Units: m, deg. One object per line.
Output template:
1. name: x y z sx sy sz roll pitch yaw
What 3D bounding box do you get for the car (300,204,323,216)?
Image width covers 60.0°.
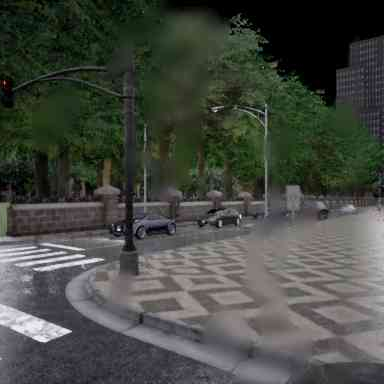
1. car: 17.081 2.518 47.354 1.882 1.535 5.008 0 -2 35

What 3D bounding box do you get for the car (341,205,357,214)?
1. car: 25.247 2.770 53.500 1.812 1.442 4.674 0 -1 35

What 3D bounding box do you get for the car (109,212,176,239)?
1. car: -2.781 1.887 19.520 1.994 1.385 4.181 0 -1 35

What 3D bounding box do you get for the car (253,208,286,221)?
1. car: 8.135 2.314 34.896 1.895 1.301 4.718 0 -1 36

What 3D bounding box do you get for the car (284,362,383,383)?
1. car: 2.349 1.551 1.281 4.403 1.369 2.008 0 0 36

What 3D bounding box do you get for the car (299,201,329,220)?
1. car: 13.670 2.036 37.180 2.150 2.045 5.566 0 -1 35

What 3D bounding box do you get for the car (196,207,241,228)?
1. car: 2.248 2.005 26.608 1.837 1.490 4.892 0 -1 35
